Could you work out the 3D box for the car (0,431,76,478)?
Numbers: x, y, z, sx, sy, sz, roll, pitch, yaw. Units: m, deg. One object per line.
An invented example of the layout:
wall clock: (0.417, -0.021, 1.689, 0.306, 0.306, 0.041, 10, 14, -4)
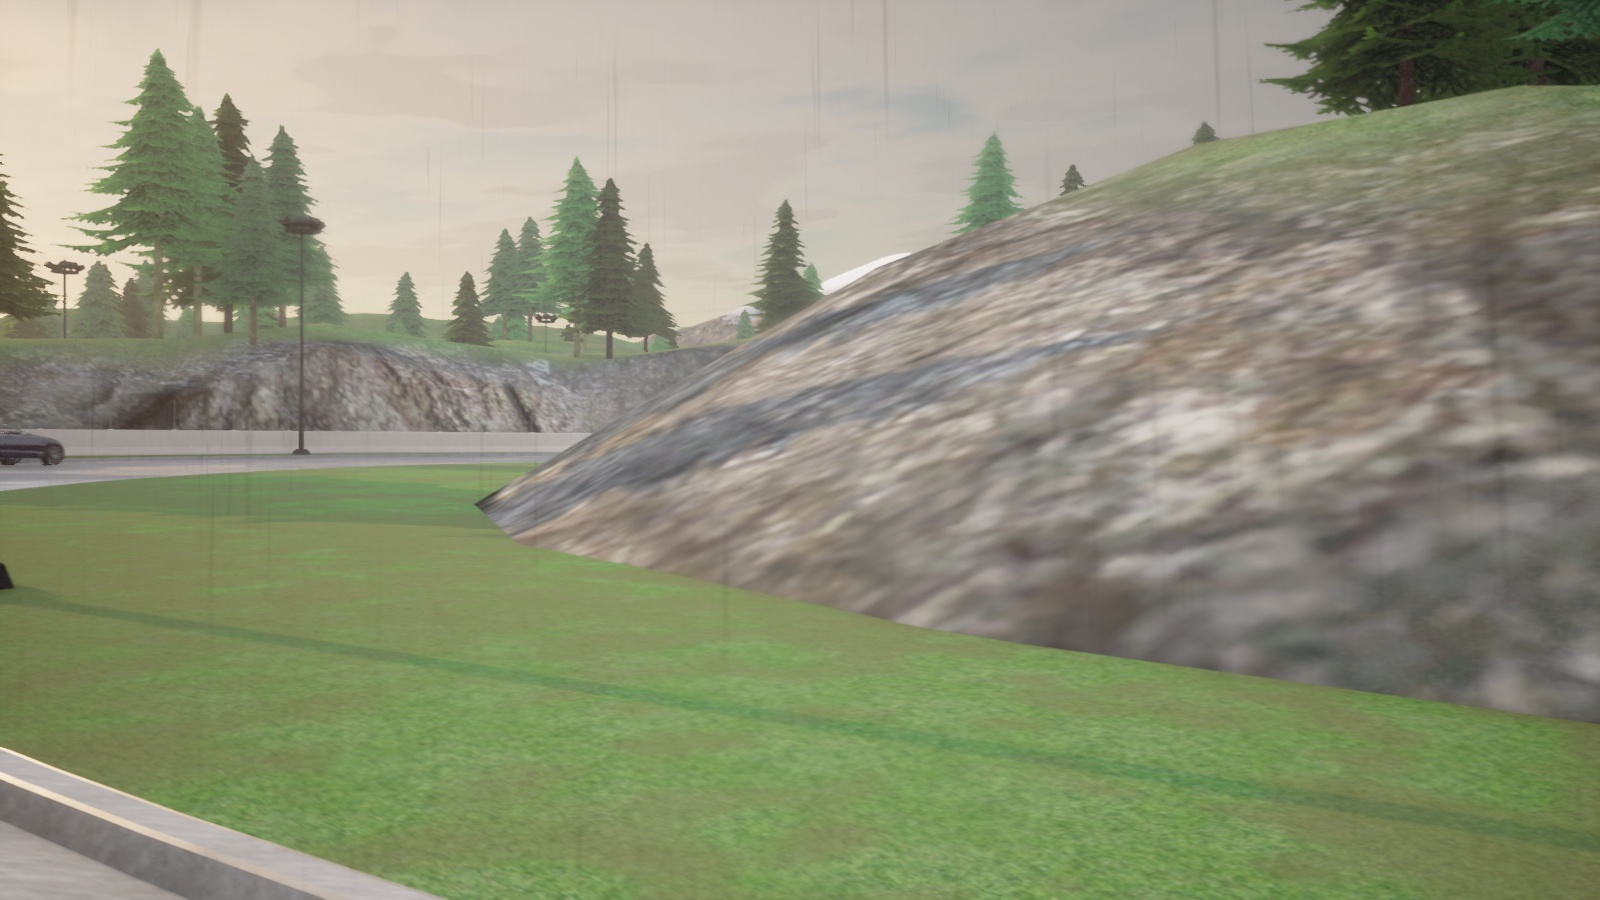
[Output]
car: (-28.844, 0.158, 45.003, 2.152, 1.651, 5.027, 0, 1, 13)
